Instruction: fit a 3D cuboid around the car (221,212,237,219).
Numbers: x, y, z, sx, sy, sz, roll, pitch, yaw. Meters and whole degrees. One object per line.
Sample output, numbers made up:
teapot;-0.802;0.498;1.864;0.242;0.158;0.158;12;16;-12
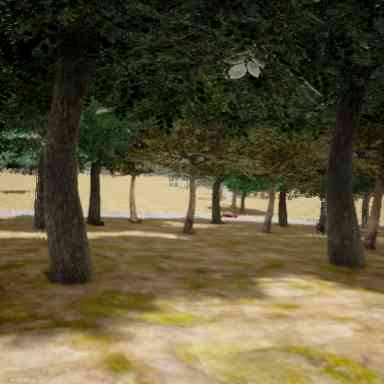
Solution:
car;7.672;5.199;75.023;4.718;1.301;1.895;4;2;-18

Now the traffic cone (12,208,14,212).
traffic cone;-29.032;2.904;54.063;0.340;0.580;0.340;5;0;27
